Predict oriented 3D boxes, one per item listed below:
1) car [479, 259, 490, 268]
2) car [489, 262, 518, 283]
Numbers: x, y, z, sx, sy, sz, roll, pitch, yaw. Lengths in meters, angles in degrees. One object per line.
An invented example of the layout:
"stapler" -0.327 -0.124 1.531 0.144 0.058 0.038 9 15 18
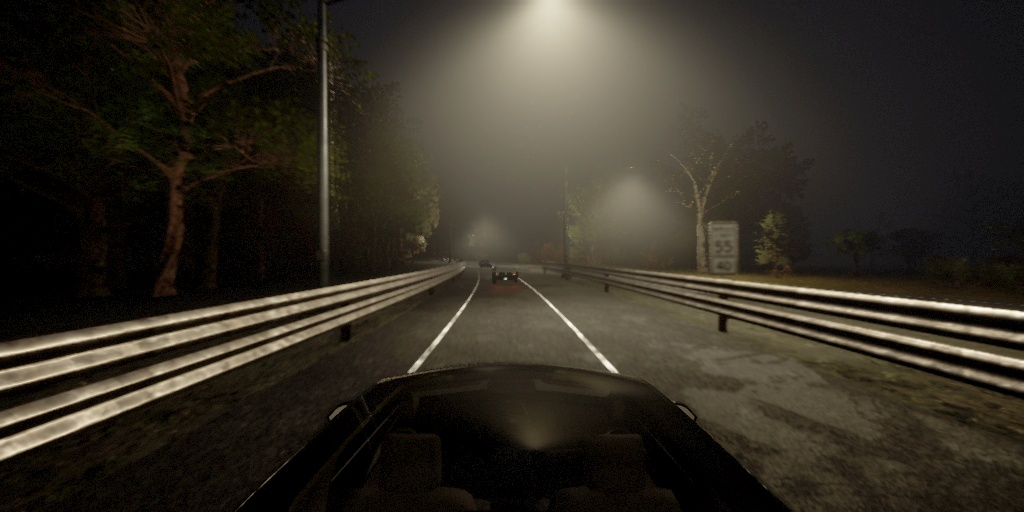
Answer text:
"car" -4.890 1.322 63.930 2.033 1.411 5.357 0 0 -11
"car" -0.644 1.361 28.365 1.895 1.301 4.718 0 0 -4
